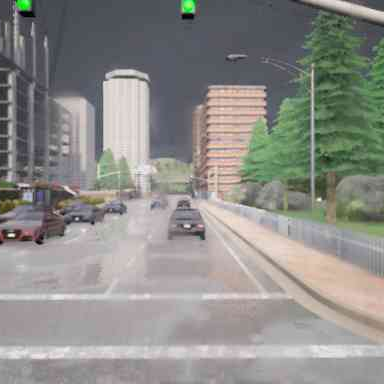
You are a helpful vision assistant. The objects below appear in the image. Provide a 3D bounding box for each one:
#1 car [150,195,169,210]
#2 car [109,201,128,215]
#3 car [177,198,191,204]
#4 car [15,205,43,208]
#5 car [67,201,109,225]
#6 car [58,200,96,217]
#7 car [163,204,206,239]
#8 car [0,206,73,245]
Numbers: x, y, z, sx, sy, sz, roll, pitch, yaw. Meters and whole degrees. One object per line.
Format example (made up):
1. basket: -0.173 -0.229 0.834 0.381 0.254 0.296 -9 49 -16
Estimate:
1. car: -4.477 1.566 44.536 1.812 1.442 4.674 0 0 -1
2. car: -7.848 1.599 33.946 1.994 1.385 4.181 0 0 -1
3. car: -1.096 1.544 45.329 1.837 1.490 4.892 0 0 -1
4. car: -11.118 1.576 22.695 2.033 1.411 5.357 0 0 -1
5. car: -7.644 1.590 23.991 1.994 1.385 4.181 0 0 -1
6. car: -11.332 1.585 33.246 2.033 1.411 5.357 0 0 -1
7. car: -0.285 1.562 17.264 2.033 1.411 5.357 0 0 -1
8. car: -7.440 1.583 15.627 1.994 1.385 4.181 0 0 -1
